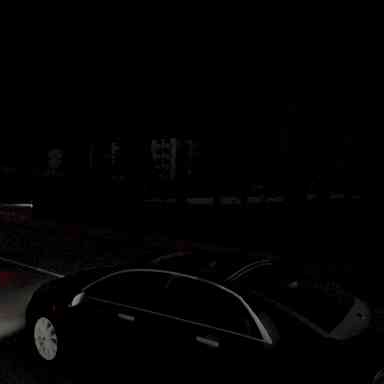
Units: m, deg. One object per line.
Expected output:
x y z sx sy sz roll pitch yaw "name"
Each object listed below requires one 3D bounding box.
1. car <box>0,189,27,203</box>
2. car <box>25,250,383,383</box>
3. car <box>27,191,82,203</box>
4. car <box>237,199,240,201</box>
-19.464 0.419 35.494 2.128 1.511 4.902 2 1 38 "car"
-0.131 1.490 4.076 4.892 1.490 1.837 1 0 36 "car"
-14.532 0.595 36.157 2.033 1.411 5.357 2 1 38 "car"
9.129 0.820 55.453 1.837 1.490 4.892 2 1 37 "car"
